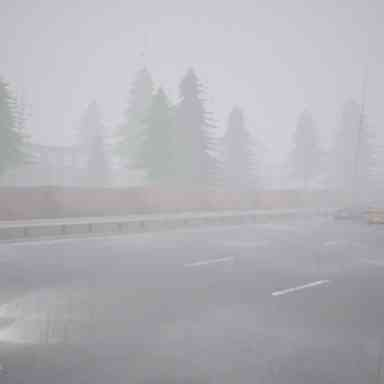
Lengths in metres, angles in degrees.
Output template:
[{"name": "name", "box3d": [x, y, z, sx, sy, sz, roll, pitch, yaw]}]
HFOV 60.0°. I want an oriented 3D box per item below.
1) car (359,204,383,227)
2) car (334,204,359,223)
[{"name": "car", "box3d": [13.362, 1.497, 21.881, 5.008, 1.535, 1.882, 0, 0, -36]}, {"name": "car", "box3d": [12.916, 1.586, 25.862, 4.181, 1.385, 1.994, 0, 0, -36]}]
